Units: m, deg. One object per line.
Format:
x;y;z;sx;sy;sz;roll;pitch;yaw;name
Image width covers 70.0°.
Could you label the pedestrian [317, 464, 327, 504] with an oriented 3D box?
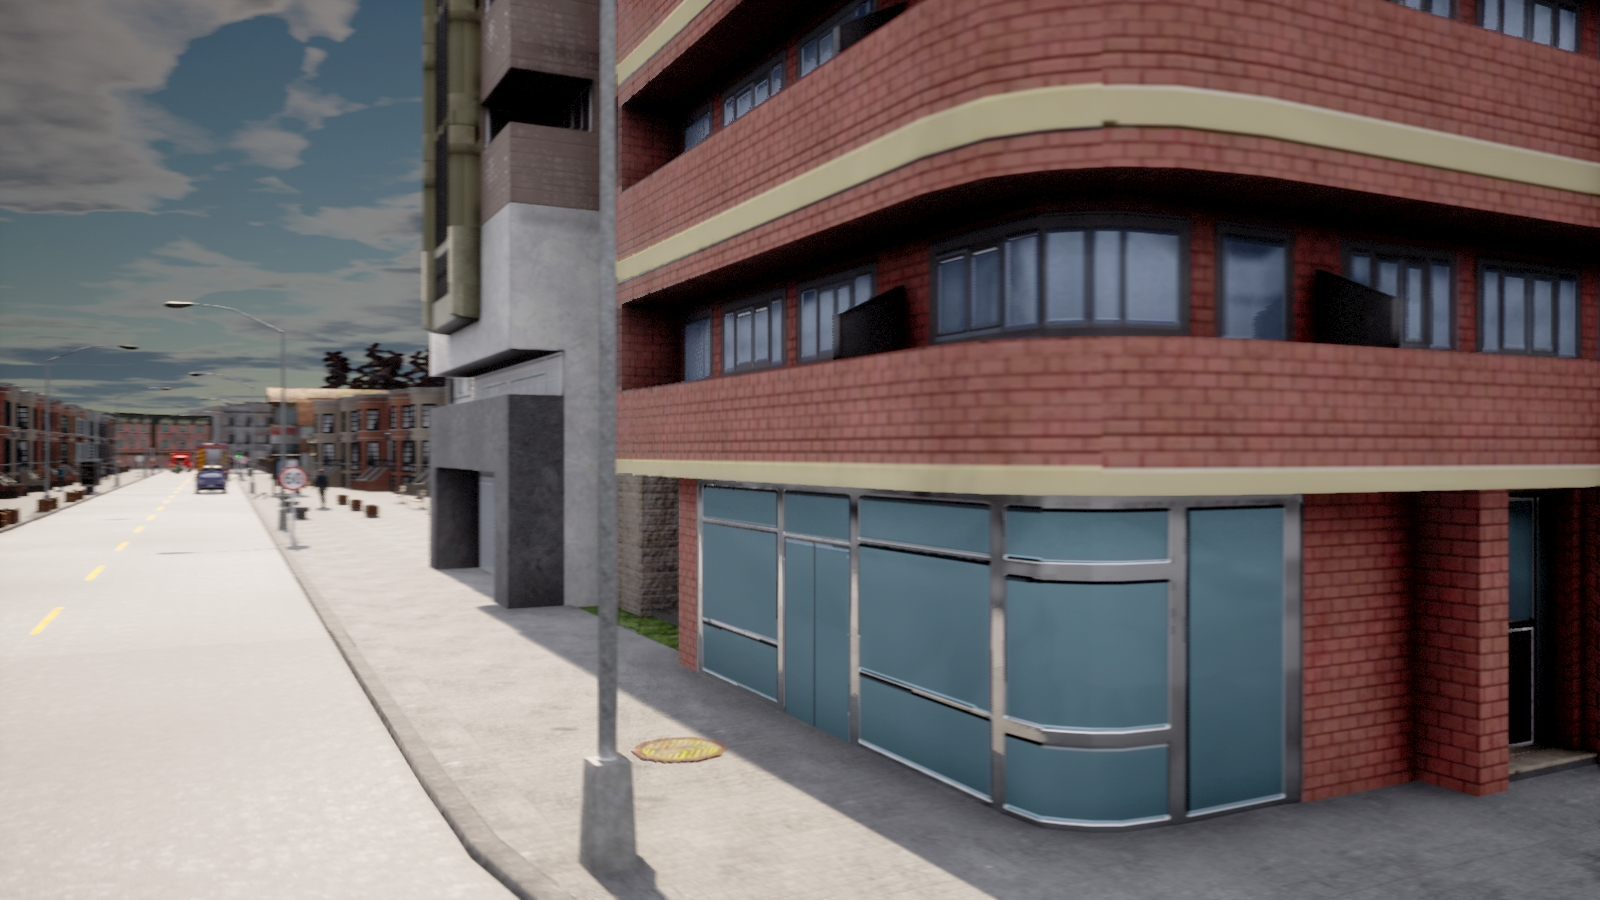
-22.302;1.579;53.338;0.375;1.860;0.375;0;0;-30;pedestrian
